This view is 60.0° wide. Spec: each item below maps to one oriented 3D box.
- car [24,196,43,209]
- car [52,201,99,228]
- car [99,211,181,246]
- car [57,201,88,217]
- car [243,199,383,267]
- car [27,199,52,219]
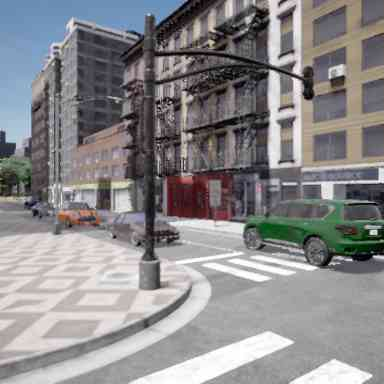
[{"bbox_3d":[-25.085,1.664,52.939,2.150,2.045,5.566,0,-1,-36],"label":"car"},{"bbox_3d":[-8.387,1.566,24.284,2.097,1.767,4.553,0,-1,-36],"label":"car"},{"bbox_3d":[-2.615,1.673,16.306,2.033,1.411,5.357,0,-1,-32],"label":"car"},{"bbox_3d":[-13.110,1.826,36.312,1.837,1.490,4.892,0,-1,-36],"label":"car"},{"bbox_3d":[4.080,1.278,11.963,2.150,2.045,5.566,1,-1,-25],"label":"car"},{"bbox_3d":[-14.309,1.790,32.524,2.128,1.511,4.902,0,-1,-36],"label":"car"}]
